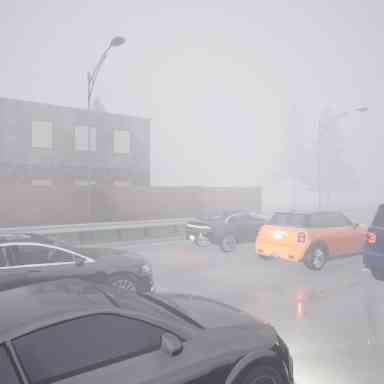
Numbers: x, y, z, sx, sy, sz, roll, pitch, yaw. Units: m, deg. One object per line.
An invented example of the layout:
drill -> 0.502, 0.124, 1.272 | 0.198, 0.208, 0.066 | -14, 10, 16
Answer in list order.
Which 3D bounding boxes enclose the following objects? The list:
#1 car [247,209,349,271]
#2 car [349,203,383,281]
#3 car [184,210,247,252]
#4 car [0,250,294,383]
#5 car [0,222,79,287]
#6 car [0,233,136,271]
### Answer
car -> 4.311, 1.352, 11.184 | 4.553, 1.767, 2.097 | 0, 0, -35
car -> 6.642, 1.221, 8.545 | 5.566, 2.045, 2.150 | 0, 0, -35
car -> 1.989, 1.491, 13.829 | 4.902, 1.511, 2.128 | 0, 0, -35
car -> -0.987, 1.564, 3.044 | 4.181, 1.385, 1.994 | 0, 0, -35
car -> -5.523, 1.601, 8.405 | 4.718, 1.301, 1.895 | 0, 0, -36
car -> -3.008, 1.491, 5.901 | 4.902, 1.511, 2.128 | 0, 0, -36
